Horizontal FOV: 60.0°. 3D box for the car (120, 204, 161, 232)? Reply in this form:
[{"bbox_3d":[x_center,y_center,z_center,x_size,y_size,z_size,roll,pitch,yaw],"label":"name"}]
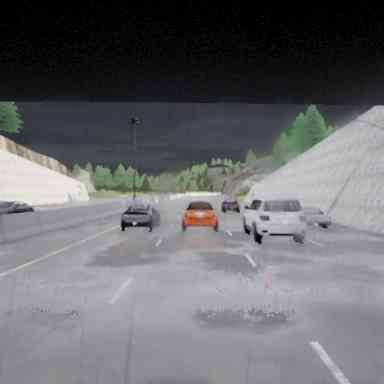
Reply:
[{"bbox_3d":[-3.014,1.492,20.235,2.128,1.511,4.902,0,0,1],"label":"car"}]

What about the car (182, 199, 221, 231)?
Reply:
[{"bbox_3d":[0.504,1.375,21.000,2.097,1.767,4.553,0,0,1],"label":"car"}]

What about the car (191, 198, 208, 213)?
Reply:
[{"bbox_3d":[0.851,1.520,38.750,1.882,1.535,5.008,0,0,1],"label":"car"}]

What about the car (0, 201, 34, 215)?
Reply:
[{"bbox_3d":[-13.614,1.430,24.658,2.128,1.511,4.902,0,0,1],"label":"car"}]

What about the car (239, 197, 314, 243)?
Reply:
[{"bbox_3d":[3.916,1.263,16.504,2.150,2.045,5.566,0,0,1],"label":"car"}]

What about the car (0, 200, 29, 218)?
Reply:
[{"bbox_3d":[-16.990,1.470,29.821,2.033,1.411,5.357,0,0,2],"label":"car"}]

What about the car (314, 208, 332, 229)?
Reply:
[{"bbox_3d":[7.528,1.669,22.286,1.895,1.301,4.718,0,0,1],"label":"car"}]

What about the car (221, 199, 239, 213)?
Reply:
[{"bbox_3d":[4.342,1.556,38.227,2.128,1.511,4.902,0,0,1],"label":"car"}]
